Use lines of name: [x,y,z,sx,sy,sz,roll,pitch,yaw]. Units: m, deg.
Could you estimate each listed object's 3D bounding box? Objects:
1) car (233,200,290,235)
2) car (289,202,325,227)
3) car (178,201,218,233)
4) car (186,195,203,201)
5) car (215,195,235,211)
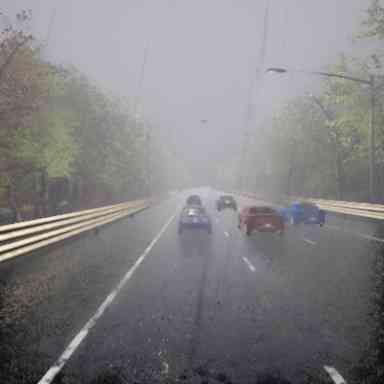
car: [3.671,1.444,18.490,1.882,1.535,5.008,0,0,0]
car: [7.187,1.420,22.245,1.882,1.535,5.008,0,1,0]
car: [0.172,1.501,19.467,2.033,1.411,5.357,0,1,0]
car: [0.272,1.133,42.591,1.837,1.490,4.892,0,1,0]
car: [3.751,1.086,37.353,2.097,1.767,4.553,0,1,0]
